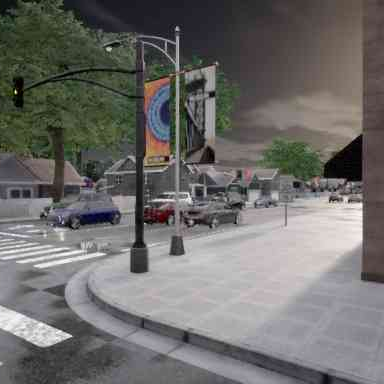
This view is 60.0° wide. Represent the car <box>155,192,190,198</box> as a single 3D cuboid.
[{"bbox_3d":[-2.174,1.063,32.683,2.150,2.045,5.566,0,0,35],"label":"car"}]

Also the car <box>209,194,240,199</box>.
[{"bbox_3d":[3.989,1.287,35.715,1.882,1.535,5.008,0,0,35],"label":"car"}]

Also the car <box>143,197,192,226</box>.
[{"bbox_3d":[-1.226,1.364,22.518,1.882,1.535,5.008,0,0,36],"label":"car"}]

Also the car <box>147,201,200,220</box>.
[{"bbox_3d":[-1.463,1.462,28.114,1.895,1.301,4.718,0,0,36],"label":"car"}]

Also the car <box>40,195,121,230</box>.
[{"bbox_3d":[-6.690,1.263,20.797,2.097,1.767,4.553,0,0,35],"label":"car"}]

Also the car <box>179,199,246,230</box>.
[{"bbox_3d":[1.364,1.394,20.552,1.837,1.490,4.892,0,1,36],"label":"car"}]

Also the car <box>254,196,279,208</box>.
[{"bbox_3d":[9.788,1.248,43.778,2.128,1.511,4.902,0,0,36],"label":"car"}]

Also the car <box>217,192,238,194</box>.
[{"bbox_3d":[4.083,1.004,41.412,2.150,2.045,5.566,0,0,35],"label":"car"}]

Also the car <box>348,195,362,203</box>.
[{"bbox_3d":[29.294,1.207,59.587,1.994,1.385,4.181,0,0,36],"label":"car"}]

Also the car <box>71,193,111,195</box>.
[{"bbox_3d":[-8.167,1.120,24.373,2.150,2.045,5.566,0,0,34],"label":"car"}]

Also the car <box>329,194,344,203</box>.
[{"bbox_3d":[26.656,1.146,61.484,1.837,1.490,4.892,0,0,36],"label":"car"}]
